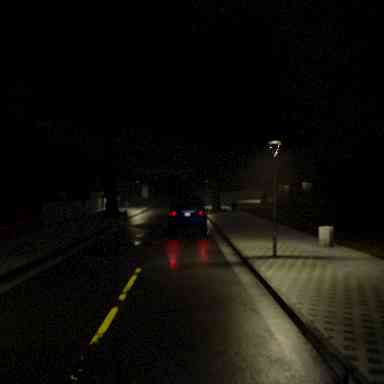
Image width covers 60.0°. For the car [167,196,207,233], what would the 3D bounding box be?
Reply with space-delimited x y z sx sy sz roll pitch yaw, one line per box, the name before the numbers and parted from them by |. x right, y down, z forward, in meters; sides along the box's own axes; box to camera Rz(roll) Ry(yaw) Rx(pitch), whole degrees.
car | -0.282 1.221 19.834 2.150 2.045 5.566 0 1 -1

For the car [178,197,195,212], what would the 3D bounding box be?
car | -0.678 1.458 39.937 1.882 1.535 5.008 0 0 -1
